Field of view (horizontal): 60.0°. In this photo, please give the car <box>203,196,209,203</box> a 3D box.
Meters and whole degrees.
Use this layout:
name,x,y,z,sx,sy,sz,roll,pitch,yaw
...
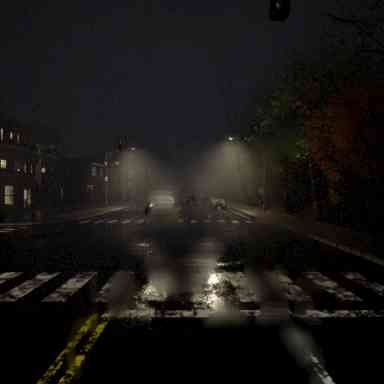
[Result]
name,x,y,z,sx,sy,sz,roll,pitch,yaw
car,3.138,1.466,66.837,2.128,1.511,4.902,0,0,0

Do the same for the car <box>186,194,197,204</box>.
name,x,y,z,sx,sy,sz,roll,pitch,yaw
car,-0.144,1.481,62.709,1.837,1.490,4.892,0,0,0

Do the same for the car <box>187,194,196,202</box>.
name,x,y,z,sx,sy,sz,roll,pitch,yaw
car,-0.167,1.280,73.127,1.882,1.535,5.008,0,0,0

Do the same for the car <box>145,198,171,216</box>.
name,x,y,z,sx,sy,sz,roll,pitch,yaw
car,-3.412,1.554,32.760,1.994,1.385,4.181,0,0,0

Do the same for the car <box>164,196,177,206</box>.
name,x,y,z,sx,sy,sz,roll,pitch,yaw
car,-3.443,1.483,54.657,1.837,1.490,4.892,0,1,0

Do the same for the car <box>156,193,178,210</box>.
name,x,y,z,sx,sy,sz,roll,pitch,yaw
car,-3.429,1.206,43.161,2.150,2.045,5.566,0,0,0

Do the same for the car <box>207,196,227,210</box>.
name,x,y,z,sx,sy,sz,roll,pitch,yaw
car,3.254,1.586,42.491,1.895,1.301,4.718,0,0,0
